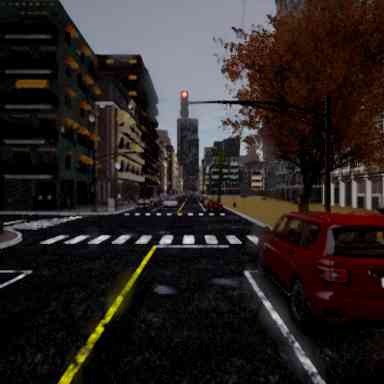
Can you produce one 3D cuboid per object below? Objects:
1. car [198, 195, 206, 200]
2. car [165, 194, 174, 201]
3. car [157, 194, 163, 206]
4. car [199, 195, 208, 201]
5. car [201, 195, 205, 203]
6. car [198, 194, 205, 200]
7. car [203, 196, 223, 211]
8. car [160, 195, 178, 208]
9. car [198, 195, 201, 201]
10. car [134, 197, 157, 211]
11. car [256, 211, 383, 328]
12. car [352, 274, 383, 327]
[{"bbox_3d":[2.671,1.394,89.054,1.887,1.381,4.507,0,0,0],"label":"car"},{"bbox_3d":[-5.708,1.294,83.519,1.967,1.590,4.097,0,0,0],"label":"car"},{"bbox_3d":[-5.701,1.445,50.323,2.008,1.369,4.403,0,0,0],"label":"car"},{"bbox_3d":[2.673,1.385,78.158,1.752,1.417,4.829,0,0,0],"label":"car"},{"bbox_3d":[2.680,1.419,50.495,1.752,1.417,4.829,0,0,0],"label":"car"},{"bbox_3d":[2.670,1.397,94.586,2.008,1.369,4.403,0,0,0],"label":"car"},{"bbox_3d":[2.682,1.457,39.259,1.887,1.381,4.507,0,0,0],"label":"car"},{"bbox_3d":[-3.010,1.502,46.467,1.895,1.301,4.718,0,0,0],"label":"car"},{"bbox_3d":[2.676,1.455,66.922,1.802,1.307,4.206,0,0,0],"label":"car"},{"bbox_3d":[-5.698,1.463,39.257,2.008,1.369,4.403,0,0,0],"label":"car"},{"bbox_3d":[2.691,1.297,6.871,2.192,1.841,5.009,0,0,0],"label":"car"},{"bbox_3d":[2.692,1.562,1.348,1.947,1.339,4.313,0,0,0],"label":"car"}]
